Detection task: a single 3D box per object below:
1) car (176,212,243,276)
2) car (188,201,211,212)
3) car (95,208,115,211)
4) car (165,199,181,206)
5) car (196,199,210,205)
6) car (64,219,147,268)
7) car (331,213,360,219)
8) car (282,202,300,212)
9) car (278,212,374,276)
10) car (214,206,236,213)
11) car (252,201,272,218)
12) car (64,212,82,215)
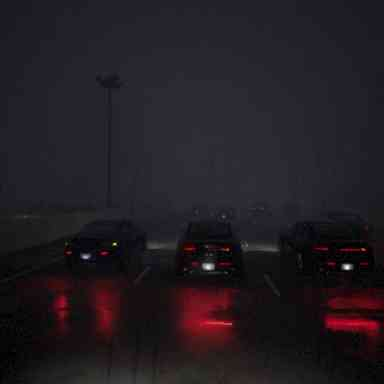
[{"bbox_3d":[0.580,1.642,10.825,1.837,1.490,4.892,0,0,4],"label":"car"},{"bbox_3d":[1.054,1.990,39.136,1.837,1.490,4.892,0,0,12],"label":"car"},{"bbox_3d":[-9.803,2.002,39.345,1.812,1.442,4.674,0,-1,12],"label":"car"},{"bbox_3d":[-4.529,2.486,79.768,2.128,1.511,4.902,0,-1,22],"label":"car"},{"bbox_3d":[2.692,2.351,78.855,1.837,1.490,4.892,0,-1,23],"label":"car"},{"bbox_3d":[-2.859,1.669,11.768,1.812,1.442,4.674,0,0,4],"label":"car"},{"bbox_3d":[8.316,1.842,18.888,1.895,1.301,4.718,0,-1,6],"label":"car"},{"bbox_3d":[12.491,2.006,41.975,1.882,1.535,5.008,0,-1,14],"label":"car"},{"bbox_3d":[4.086,1.645,10.814,1.837,1.490,4.892,0,0,4],"label":"car"},{"bbox_3d":[3.383,2.012,33.041,1.895,1.301,4.718,0,-1,10],"label":"car"},{"bbox_3d":[7.642,1.807,36.387,2.097,1.767,4.553,0,-1,12],"label":"car"},{"bbox_3d":[-13.376,1.951,39.314,1.882,1.535,5.008,0,-1,12],"label":"car"}]
